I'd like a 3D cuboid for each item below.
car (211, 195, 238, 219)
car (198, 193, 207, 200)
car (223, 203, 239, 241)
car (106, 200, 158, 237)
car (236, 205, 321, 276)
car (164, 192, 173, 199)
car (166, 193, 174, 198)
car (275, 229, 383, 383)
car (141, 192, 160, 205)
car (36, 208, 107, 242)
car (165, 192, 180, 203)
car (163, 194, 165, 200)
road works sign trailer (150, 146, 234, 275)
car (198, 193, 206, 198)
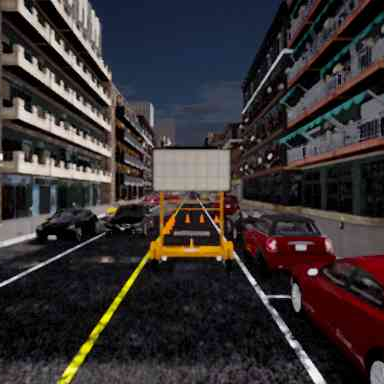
[{"bbox_3d":[2.665,1.146,27.032,2.192,1.841,5.009,0,0,0],"label":"car"},{"bbox_3d":[2.609,1.024,77.930,1.752,1.417,4.829,0,0,0],"label":"car"},{"bbox_3d":[2.676,1.453,15.761,2.008,1.369,4.403,0,0,0],"label":"car"},{"bbox_3d":[-3.118,1.397,17.350,1.837,1.490,4.892,0,0,0],"label":"car"},{"bbox_3d":[2.682,1.377,10.125,1.967,1.590,4.097,0,0,0],"label":"car"},{"bbox_3d":[-5.777,0.902,83.390,1.967,1.590,4.097,0,0,0],"label":"car"},{"bbox_3d":[-5.783,0.969,89.028,1.887,1.381,4.507,0,0,0],"label":"car"},{"bbox_3d":[2.688,1.516,4.488,1.887,1.381,4.507,0,0,0],"label":"car"},{"bbox_3d":[-5.735,1.162,43.937,1.967,1.590,4.097,0,0,0],"label":"car"},{"bbox_3d":[-5.705,1.468,15.755,1.947,1.339,4.313,0,0,0],"label":"car"},{"bbox_3d":[-3.123,1.107,58.128,1.882,1.535,5.008,0,0,0],"label":"car"},{"bbox_3d":[-5.740,1.000,49.573,2.192,1.841,5.009,0,0,0],"label":"car"},{"bbox_3d":[-0.010,0.401,10.248,2.380,3.560,2.880,0,0,0],"label":"road works sign trailer"},{"bbox_3d":[2.597,0.969,89.032,1.887,1.381,4.507,0,0,0],"label":"car"}]
